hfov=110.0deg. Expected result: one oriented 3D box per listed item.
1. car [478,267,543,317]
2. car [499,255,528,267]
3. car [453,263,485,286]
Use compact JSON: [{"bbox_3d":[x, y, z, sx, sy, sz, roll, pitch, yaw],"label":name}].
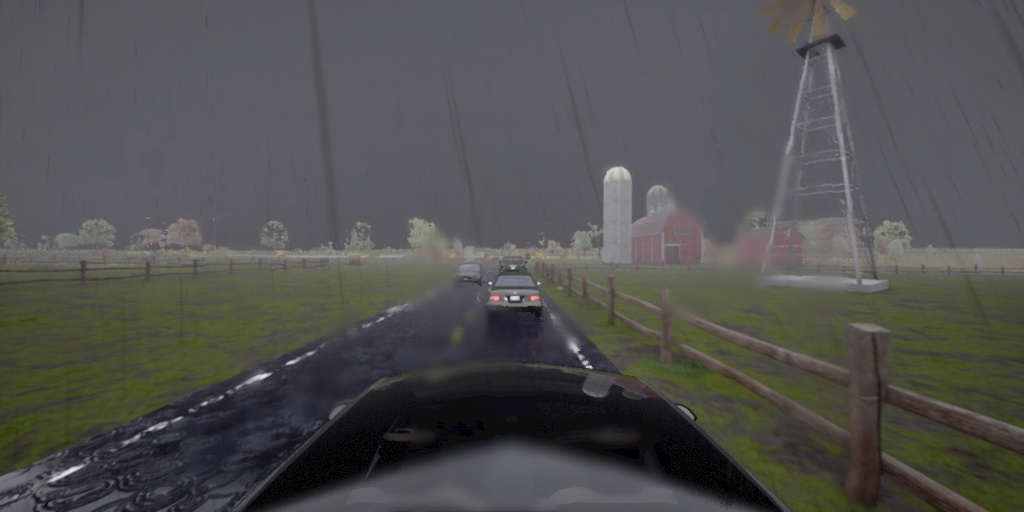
[{"bbox_3d":[0.093,1.294,13.123,2.033,1.411,5.357,0,0,0],"label":"car"},{"bbox_3d":[0.096,0.960,29.095,2.150,2.045,5.566,0,0,0],"label":"car"},{"bbox_3d":[-2.847,1.245,24.896,1.837,1.490,4.892,0,0,0],"label":"car"}]
